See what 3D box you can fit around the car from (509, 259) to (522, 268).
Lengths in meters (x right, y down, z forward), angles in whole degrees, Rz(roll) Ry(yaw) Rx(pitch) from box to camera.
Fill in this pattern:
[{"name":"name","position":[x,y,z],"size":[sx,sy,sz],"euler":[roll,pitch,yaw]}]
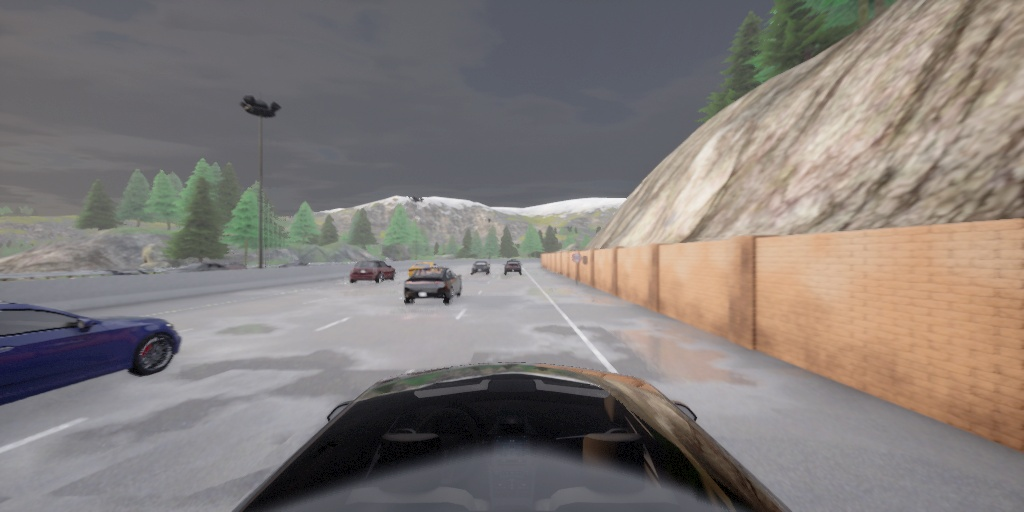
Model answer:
[{"name":"car","position":[0.669,1.255,63.407],"size":[1.837,1.490,4.892],"euler":[-1,0,7]}]

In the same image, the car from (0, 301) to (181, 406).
[{"name":"car","position":[-6.905,1.276,4.504],"size":[1.812,1.442,4.674],"euler":[0,0,0]}]

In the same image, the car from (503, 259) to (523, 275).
[{"name":"car","position":[0.100,1.255,39.924],"size":[1.837,1.490,4.892],"euler":[0,0,0]}]

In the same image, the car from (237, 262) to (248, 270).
[{"name":"car","position":[-31.556,1.318,39.827],"size":[1.994,1.385,4.181],"euler":[0,0,1]}]

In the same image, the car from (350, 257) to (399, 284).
[{"name":"car","position":[-10.401,1.103,27.182],"size":[2.097,1.767,4.553],"euler":[0,0,0]}]

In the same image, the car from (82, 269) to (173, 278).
[{"name":"car","position":[-21.091,1.353,18.795],"size":[1.895,1.301,4.718],"euler":[0,0,0]}]

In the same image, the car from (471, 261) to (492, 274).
[{"name":"car","position":[-3.405,1.277,40.118],"size":[1.812,1.442,4.674],"euler":[0,0,0]}]

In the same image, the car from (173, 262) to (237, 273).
[{"name":"car","position":[-24.573,1.260,28.104],"size":[1.837,1.490,4.892],"euler":[0,-1,0]}]

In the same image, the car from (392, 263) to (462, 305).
[{"name":"car","position":[-3.401,1.242,16.102],"size":[2.128,1.511,4.902],"euler":[0,0,0]}]

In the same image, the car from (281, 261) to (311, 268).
[{"name":"car","position":[-28.048,1.317,46.619],"size":[1.994,1.385,4.181],"euler":[0,0,0]}]
